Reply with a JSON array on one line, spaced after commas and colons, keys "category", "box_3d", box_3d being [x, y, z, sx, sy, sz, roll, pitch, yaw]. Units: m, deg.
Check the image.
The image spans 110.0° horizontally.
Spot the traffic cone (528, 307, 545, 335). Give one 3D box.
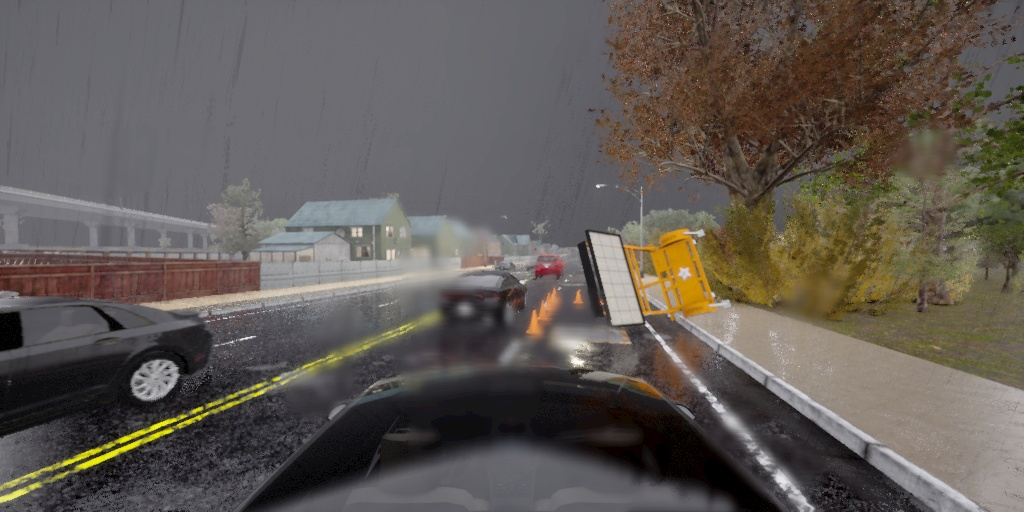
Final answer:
[{"category": "traffic cone", "box_3d": [0.606, 1.696, 9.258, 0.340, 0.580, 0.340, 0, 0, 12]}]

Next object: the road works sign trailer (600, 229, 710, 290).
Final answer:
[{"category": "road works sign trailer", "box_3d": [4.618, -1.001, 10.626, 2.880, 3.560, 2.380, 0, 0, -25]}]

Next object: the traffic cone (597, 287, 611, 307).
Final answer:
[{"category": "traffic cone", "box_3d": [3.791, 1.689, 14.722, 0.340, 0.580, 0.340, 0, 0, 12]}]

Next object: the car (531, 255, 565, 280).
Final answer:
[{"category": "car", "box_3d": [3.277, 0.927, 30.666, 2.150, 2.045, 5.566, 0, 0, 12]}]

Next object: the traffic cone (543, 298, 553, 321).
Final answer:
[{"category": "traffic cone", "box_3d": [1.015, 1.694, 11.216, 0.340, 0.580, 0.340, 0, 0, 12]}]

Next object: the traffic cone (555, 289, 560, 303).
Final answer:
[{"category": "traffic cone", "box_3d": [1.834, 1.688, 15.131, 0.340, 0.580, 0.340, 0, 0, 12]}]

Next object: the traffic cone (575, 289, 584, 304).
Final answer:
[{"category": "traffic cone", "box_3d": [2.812, 1.688, 14.926, 0.340, 0.580, 0.340, 0, 0, 12]}]

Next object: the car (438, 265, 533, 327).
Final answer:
[{"category": "car", "box_3d": [-0.699, 1.216, 11.661, 1.882, 1.535, 5.008, 0, 0, 12]}]

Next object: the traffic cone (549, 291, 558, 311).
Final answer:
[{"category": "traffic cone", "box_3d": [1.424, 1.691, 13.173, 0.340, 0.580, 0.340, 0, 0, 12]}]

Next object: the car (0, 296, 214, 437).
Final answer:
[{"category": "car", "box_3d": [-5.908, 1.254, 3.606, 1.837, 1.490, 4.892, 0, 0, 12]}]

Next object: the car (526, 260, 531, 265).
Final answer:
[{"category": "car", "box_3d": [3.034, 1.176, 46.353, 1.837, 1.490, 4.892, 0, 0, 12]}]

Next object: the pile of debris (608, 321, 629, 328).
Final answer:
[{"category": "pile of debris", "box_3d": [1.940, 1.906, 8.992, 1.860, 0.140, 1.500, 0, 0, 12]}]

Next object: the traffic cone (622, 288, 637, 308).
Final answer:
[{"category": "traffic cone", "box_3d": [4.769, 1.689, 14.516, 0.340, 0.580, 0.340, 0, 0, 12]}]

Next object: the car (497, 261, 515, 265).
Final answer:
[{"category": "car", "box_3d": [-0.773, 1.243, 44.029, 1.994, 1.385, 4.181, 0, 0, 12]}]
